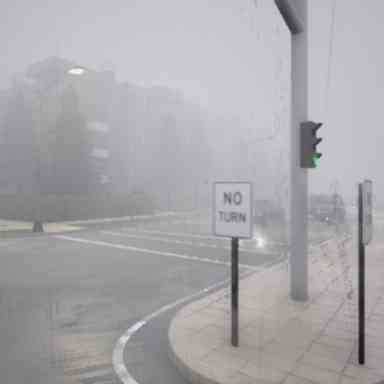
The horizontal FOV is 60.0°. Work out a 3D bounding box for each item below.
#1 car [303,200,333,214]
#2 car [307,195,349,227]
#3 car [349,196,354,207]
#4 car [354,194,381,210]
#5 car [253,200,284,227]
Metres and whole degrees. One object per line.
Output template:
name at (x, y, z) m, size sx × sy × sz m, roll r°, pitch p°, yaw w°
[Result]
car at (13.542, 1.553, 35.667) m, size 1.994 × 1.385 × 4.181 m, roll 0°, pitch 0°, yaw 35°
car at (9.106, 1.214, 23.239) m, size 2.150 × 2.045 × 5.566 m, roll 0°, pitch 0°, yaw 35°
car at (24.219, 1.406, 50.743) m, size 2.097 × 1.767 × 4.553 m, roll 0°, pitch 0°, yaw 35°
car at (22.965, 1.219, 42.961) m, size 2.150 × 2.045 × 5.566 m, roll 0°, pitch 0°, yaw 35°
car at (4.730, 1.340, 23.091) m, size 2.097 × 1.767 × 4.553 m, roll 0°, pitch 0°, yaw 35°
